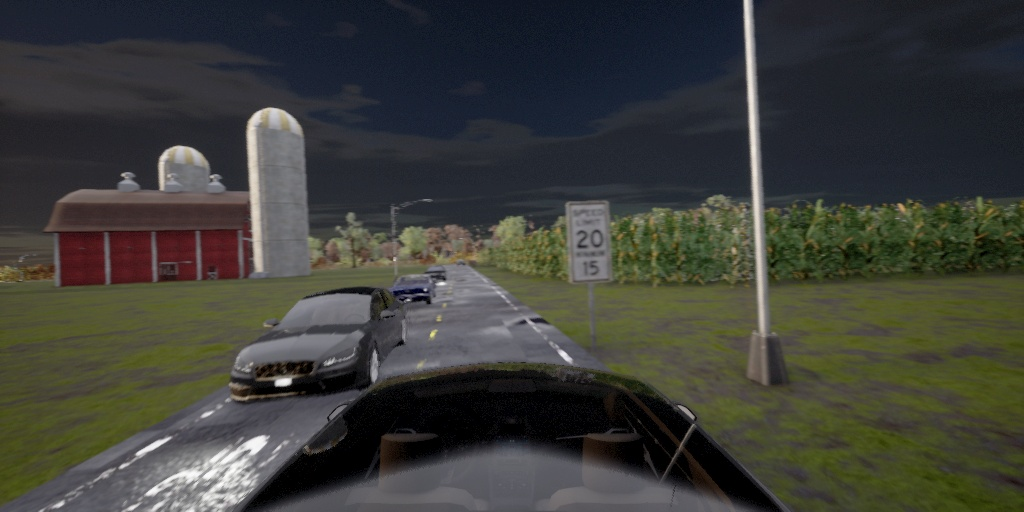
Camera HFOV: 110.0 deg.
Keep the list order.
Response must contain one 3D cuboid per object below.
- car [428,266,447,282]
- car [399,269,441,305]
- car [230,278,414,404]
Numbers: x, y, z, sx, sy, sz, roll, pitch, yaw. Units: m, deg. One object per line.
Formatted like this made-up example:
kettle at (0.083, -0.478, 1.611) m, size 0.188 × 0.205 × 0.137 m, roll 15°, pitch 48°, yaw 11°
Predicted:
car at (-6.959, 1.600, 33.127) m, size 2.033 × 1.411 × 5.357 m, roll -3°, pitch 0°, yaw -8°
car at (-4.680, 1.562, 17.249) m, size 1.895 × 1.301 × 4.718 m, roll -3°, pitch 0°, yaw -8°
car at (-3.294, 1.413, 7.058) m, size 1.837 × 1.490 × 4.892 m, roll -3°, pitch 0°, yaw -8°
